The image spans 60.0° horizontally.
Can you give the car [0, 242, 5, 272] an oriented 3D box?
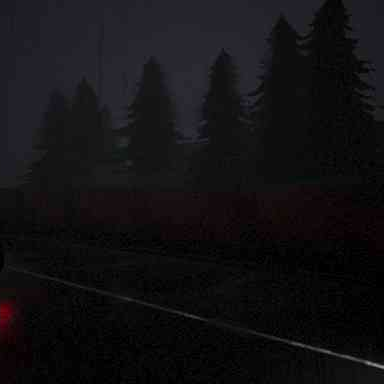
[{"bbox_3d":[-6.886,1.506,8.904,4.892,1.490,1.837,0,0,35],"label":"car"}]
